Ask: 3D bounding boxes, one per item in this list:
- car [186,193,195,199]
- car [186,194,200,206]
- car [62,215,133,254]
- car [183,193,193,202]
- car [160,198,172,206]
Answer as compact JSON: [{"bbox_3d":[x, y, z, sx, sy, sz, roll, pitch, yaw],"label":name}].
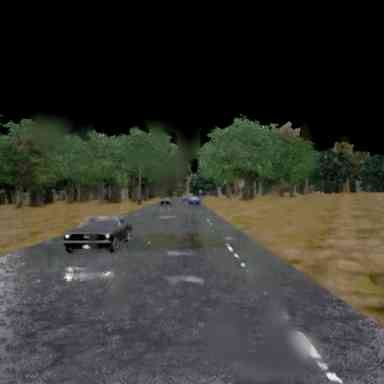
[{"bbox_3d":[-0.443,1.115,92.137,2.097,1.767,4.553,0,0,5],"label":"car"},{"bbox_3d":[0.349,1.559,55.961,1.882,1.535,5.008,0,0,-1],"label":"car"},{"bbox_3d":[-3.790,1.675,14.083,1.895,1.301,4.718,0,0,-1],"label":"car"},{"bbox_3d":[-1.113,1.478,74.818,1.895,1.301,4.718,0,0,1],"label":"car"},{"bbox_3d":[-4.431,1.686,56.367,1.895,1.301,4.718,0,0,0],"label":"car"}]
